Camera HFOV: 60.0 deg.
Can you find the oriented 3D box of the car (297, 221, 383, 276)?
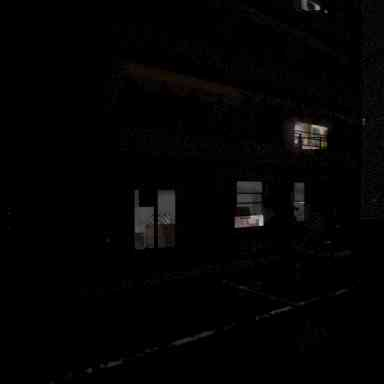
[{"bbox_3d":[5.055,1.582,10.245,4.206,1.307,1.802,0,0,-36],"label":"car"}]
